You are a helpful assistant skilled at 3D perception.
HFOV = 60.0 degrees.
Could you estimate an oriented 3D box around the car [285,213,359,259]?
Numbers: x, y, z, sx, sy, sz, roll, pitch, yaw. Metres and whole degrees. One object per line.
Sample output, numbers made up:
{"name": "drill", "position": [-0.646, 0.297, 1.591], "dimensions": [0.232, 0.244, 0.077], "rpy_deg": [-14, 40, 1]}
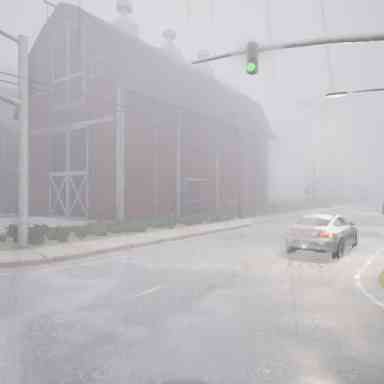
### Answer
{"name": "car", "position": [5.067, 1.545, 12.802], "dimensions": [1.812, 1.442, 4.674], "rpy_deg": [0, 0, 36]}

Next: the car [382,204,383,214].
{"name": "car", "position": [21.210, 1.506, 34.794], "dimensions": [1.882, 1.535, 5.008], "rpy_deg": [0, 0, 36]}
